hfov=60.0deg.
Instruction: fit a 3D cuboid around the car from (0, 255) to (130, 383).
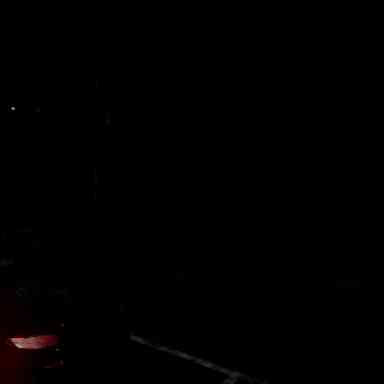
[{"bbox_3d":[-2.709,1.586,4.778,4.206,1.307,1.802,0,0,35],"label":"car"}]
